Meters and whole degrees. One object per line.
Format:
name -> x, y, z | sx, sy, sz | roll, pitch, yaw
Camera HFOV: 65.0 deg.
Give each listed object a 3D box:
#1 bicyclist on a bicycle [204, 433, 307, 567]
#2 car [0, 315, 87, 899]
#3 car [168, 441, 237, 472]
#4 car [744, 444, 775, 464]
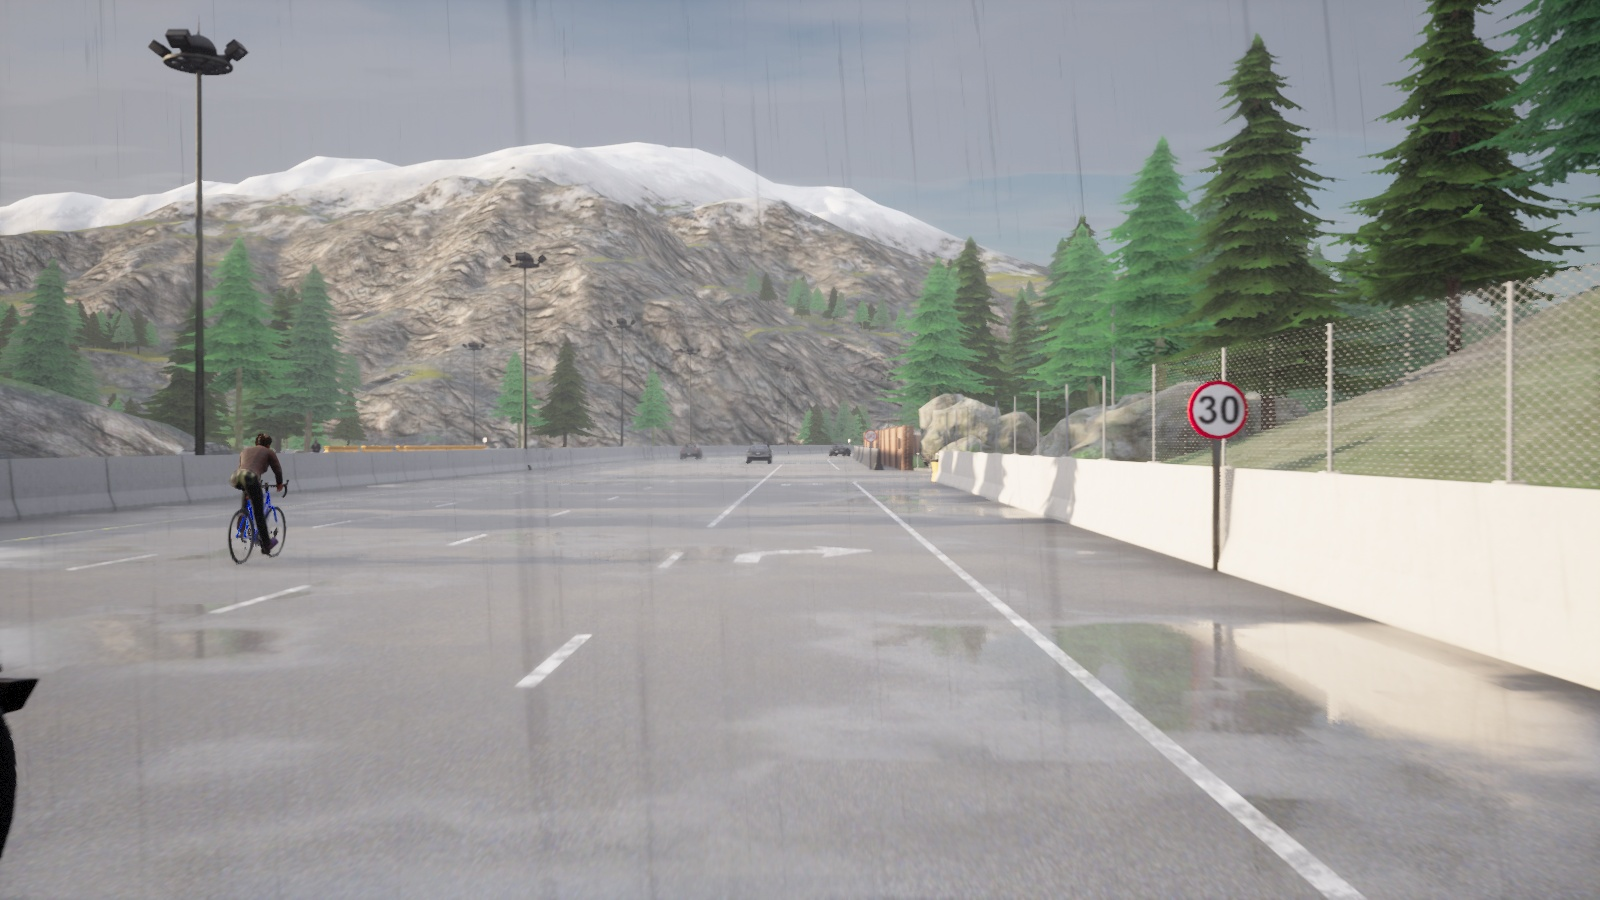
bicyclist on a bicycle -> -6.894, 0.604, 15.973 | 0.582, 1.620, 1.656 | 0, 0, 0
car -> -3.472, 0.525, 2.422 | 1.905, 1.878, 3.866 | 0, 0, 2
car -> -31.112, 0.331, 65.500 | 1.789, 1.549, 3.705 | 0, 0, 0
car -> -2.959, 0.271, 92.313 | 2.033, 1.411, 5.357 | 0, 0, 0
